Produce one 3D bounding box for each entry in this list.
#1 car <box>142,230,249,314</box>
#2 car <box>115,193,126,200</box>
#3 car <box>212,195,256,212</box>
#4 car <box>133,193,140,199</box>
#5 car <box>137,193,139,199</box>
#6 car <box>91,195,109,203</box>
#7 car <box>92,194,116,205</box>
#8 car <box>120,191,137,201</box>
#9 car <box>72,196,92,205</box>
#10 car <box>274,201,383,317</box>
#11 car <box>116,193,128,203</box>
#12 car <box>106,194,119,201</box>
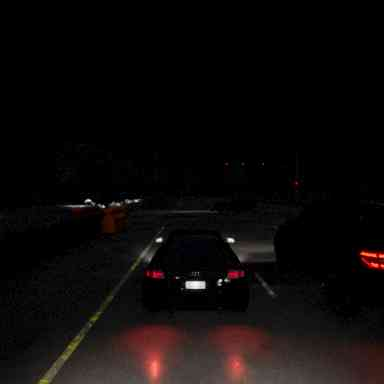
[{"bbox_3d":[0.069,1.561,7.698,1.994,1.385,4.181,0,0,0],"label":"car"},{"bbox_3d":[-17.979,1.032,83.589,2.097,1.767,4.553,0,0,-3],"label":"car"},{"bbox_3d":[4.724,1.393,37.070,4.902,1.511,2.128,0,0,-9],"label":"car"},{"bbox_3d":[-15.865,1.126,94.186,1.837,1.490,4.892,0,0,-11],"label":"car"},{"bbox_3d":[-14.473,1.271,83.629,1.895,1.301,4.718,0,0,-3],"label":"car"},{"bbox_3d":[-17.831,1.312,64.942,2.033,1.411,5.357,0,0,0],"label":"car"},{"bbox_3d":[-14.335,1.380,54.143,1.994,1.385,4.181,0,0,0],"label":"car"},{"bbox_3d":[-14.360,0.947,74.010,2.150,2.045,5.566,0,0,0],"label":"car"},{"bbox_3d":[-17.840,1.362,54.515,2.033,1.411,5.357,0,0,0],"label":"car"},{"bbox_3d":[3.591,1.218,7.627,2.150,2.045,5.566,0,0,-2],"label":"car"},{"bbox_3d":[-14.342,1.369,64.248,1.895,1.301,4.718,0,0,0],"label":"car"},{"bbox_3d":[-17.864,1.219,74.621,1.837,1.490,4.892,0,0,0],"label":"car"}]
